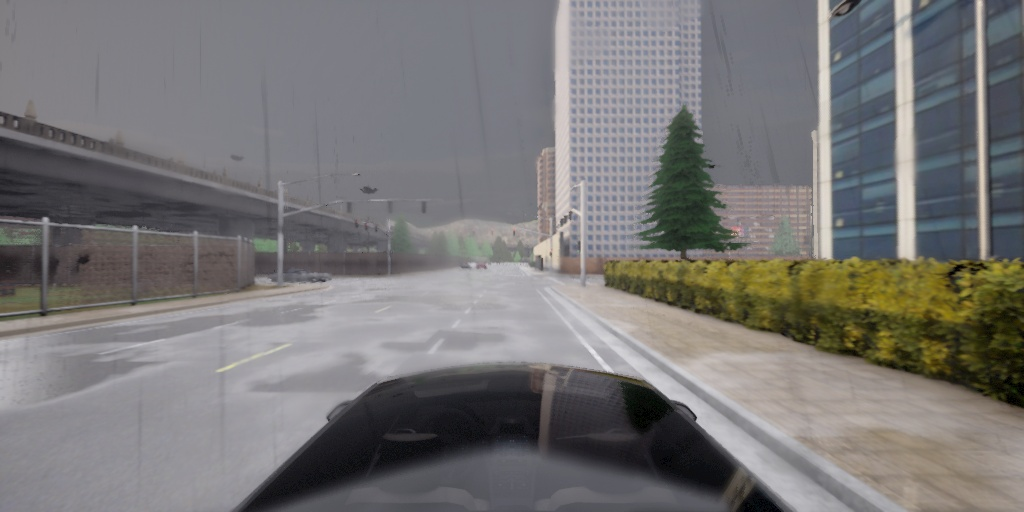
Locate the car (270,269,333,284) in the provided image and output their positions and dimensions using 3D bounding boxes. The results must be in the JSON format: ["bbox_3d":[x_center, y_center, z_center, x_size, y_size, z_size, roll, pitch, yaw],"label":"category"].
[{"bbox_3d":[-18.817,1.819,32.188,4.718,1.301,1.895,0,-1,0],"label":"car"}]
